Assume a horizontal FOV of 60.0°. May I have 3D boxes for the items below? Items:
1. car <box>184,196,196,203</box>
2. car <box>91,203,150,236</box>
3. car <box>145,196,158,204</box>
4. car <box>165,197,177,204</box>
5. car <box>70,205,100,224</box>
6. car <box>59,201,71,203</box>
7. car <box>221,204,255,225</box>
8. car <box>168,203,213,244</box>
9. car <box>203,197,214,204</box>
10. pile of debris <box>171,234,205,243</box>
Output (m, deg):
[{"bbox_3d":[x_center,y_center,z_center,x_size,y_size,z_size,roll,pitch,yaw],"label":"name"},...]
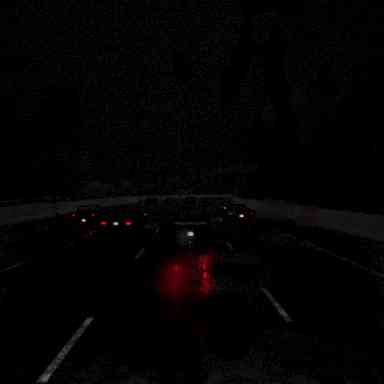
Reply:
[{"bbox_3d":[-0.395,1.496,61.894,2.128,1.511,4.902,0,0,2],"label":"car"},{"bbox_3d":[-3.627,1.542,18.168,2.033,1.411,5.357,0,0,-1],"label":"car"},{"bbox_3d":[-7.416,1.516,61.445,1.812,1.442,4.674,0,0,2],"label":"car"},{"bbox_3d":[-3.890,1.561,61.770,1.994,1.385,4.181,0,0,2],"label":"car"},{"bbox_3d":[-7.213,1.588,24.273,1.895,1.301,4.718,0,0,-1],"label":"car"},{"bbox_3d":[-24.950,1.277,66.769,2.097,1.767,4.553,0,0,3],"label":"car"},{"bbox_3d":[3.289,1.572,24.238,1.994,1.385,4.181,0,0,-1],"label":"car"},{"bbox_3d":[-0.097,1.492,15.898,2.128,1.511,4.902,0,0,-1],"label":"car"},{"bbox_3d":[3.111,1.575,61.852,1.994,1.385,4.181,0,0,2],"label":"car"},{"bbox_3d":[-0.193,2.176,15.676,1.500,0.140,1.860,0,0,-1],"label":"pile of debris"}]
